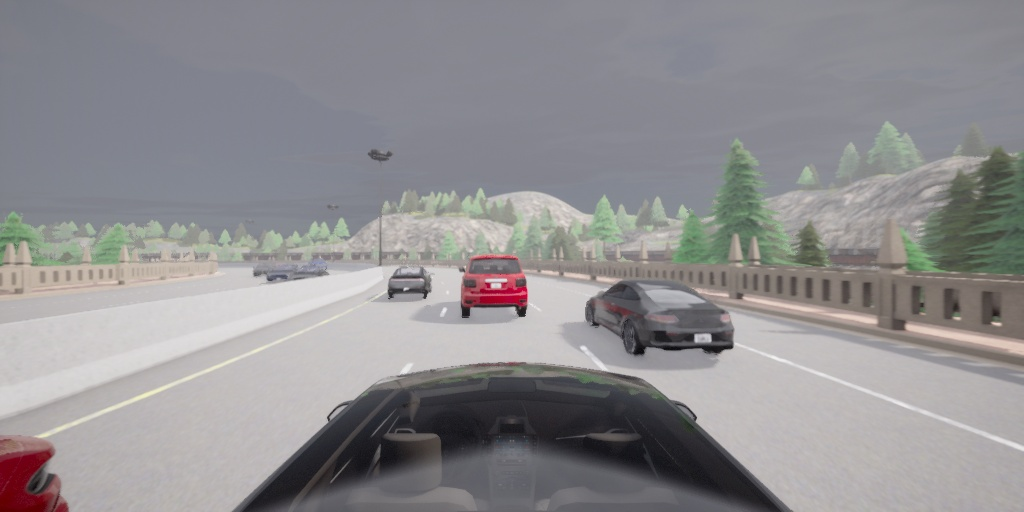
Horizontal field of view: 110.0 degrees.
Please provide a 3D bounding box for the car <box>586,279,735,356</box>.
[{"bbox_3d":[3.164,1.266,8.515,1.812,1.442,4.674,0,0,-4],"label":"car"}]

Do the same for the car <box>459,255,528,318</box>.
[{"bbox_3d":[-0.780,0.985,13.370,2.150,2.045,5.566,0,0,-7],"label":"car"}]

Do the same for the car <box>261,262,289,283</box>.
[{"bbox_3d":[-19.505,1.463,31.035,2.033,1.411,5.357,0,0,-20],"label":"car"}]

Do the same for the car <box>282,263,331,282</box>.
[{"bbox_3d":[-13.939,1.422,24.828,1.994,1.385,4.181,0,0,-16],"label":"car"}]

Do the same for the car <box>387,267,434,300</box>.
[{"bbox_3d":[-5.111,1.284,18.344,2.128,1.511,4.902,0,0,-10],"label":"car"}]

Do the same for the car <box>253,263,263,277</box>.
[{"bbox_3d":[-26.939,1.513,39.267,1.837,1.490,4.892,0,-1,-28],"label":"car"}]
